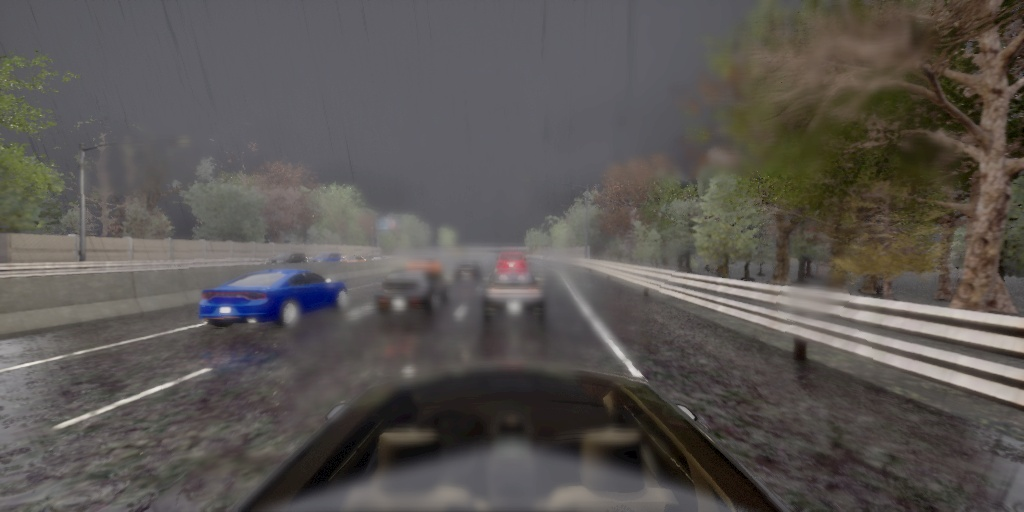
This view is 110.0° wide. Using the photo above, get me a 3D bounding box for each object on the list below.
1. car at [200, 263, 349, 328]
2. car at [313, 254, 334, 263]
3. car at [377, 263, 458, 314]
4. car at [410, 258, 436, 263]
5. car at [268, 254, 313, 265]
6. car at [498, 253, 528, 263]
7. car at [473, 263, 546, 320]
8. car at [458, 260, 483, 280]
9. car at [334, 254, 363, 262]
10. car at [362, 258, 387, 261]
[{"bbox_3d":[-6.920,1.166,11.173,1.882,1.535,5.008,0,0,0],"label":"car"},{"bbox_3d":[-24.557,0.695,47.720,2.150,2.045,5.566,0,0,0],"label":"car"},{"bbox_3d":[-3.412,1.180,13.291,1.837,1.490,4.892,0,0,0],"label":"car"},{"bbox_3d":[-6.909,0.932,28.563,2.097,1.767,4.553,0,0,0],"label":"car"},{"bbox_3d":[-28.040,0.707,45.087,2.150,2.045,5.566,0,0,0],"label":"car"},{"bbox_3d":[0.092,0.805,27.848,2.150,2.045,5.566,0,0,0],"label":"car"},{"bbox_3d":[0.083,1.173,12.201,2.128,1.511,4.902,0,0,0],"label":"car"},{"bbox_3d":[-3.406,1.082,29.065,1.837,1.490,4.892,0,0,0],"label":"car"},{"bbox_3d":[-21.062,0.825,47.438,2.097,1.767,4.553,0,0,0],"label":"car"},{"bbox_3d":[-17.567,1.000,47.353,1.812,1.442,4.674,0,0,0],"label":"car"}]
